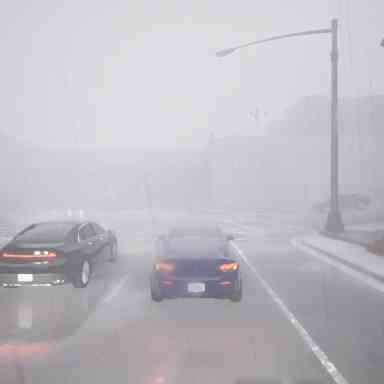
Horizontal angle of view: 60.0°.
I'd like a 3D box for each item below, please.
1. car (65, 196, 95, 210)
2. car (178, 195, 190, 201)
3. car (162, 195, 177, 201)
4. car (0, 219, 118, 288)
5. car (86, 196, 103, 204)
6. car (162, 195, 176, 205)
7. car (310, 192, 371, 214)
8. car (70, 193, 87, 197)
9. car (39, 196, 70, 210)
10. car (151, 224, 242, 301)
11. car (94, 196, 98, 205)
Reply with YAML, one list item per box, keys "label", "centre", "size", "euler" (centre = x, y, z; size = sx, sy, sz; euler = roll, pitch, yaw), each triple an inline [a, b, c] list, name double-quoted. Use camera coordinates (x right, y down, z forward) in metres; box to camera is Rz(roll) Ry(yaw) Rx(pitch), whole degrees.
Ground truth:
- label: "car"
  centre: [-14.648, 1.601, 43.802]
  size: [1.895, 1.301, 4.718]
  euler: [0, 0, -1]
- label: "car"
  centre: [-2.029, 1.524, 85.033]
  size: [1.812, 1.442, 4.674]
  euler: [0, 0, 24]
- label: "car"
  centre: [-5.712, 1.552, 85.254]
  size: [1.994, 1.385, 4.181]
  euler: [0, 0, 24]
- label: "car"
  centre: [-3.391, 1.505, 9.212]
  size: [1.837, 1.490, 4.892]
  euler: [0, 0, 0]
- label: "car"
  centre: [-18.532, 1.505, 63.622]
  size: [1.837, 1.490, 4.892]
  euler: [0, 0, -1]
- label: "car"
  centre: [-4.318, 1.352, 60.208]
  size: [2.097, 1.767, 4.553]
  euler: [0, 0, -1]
- label: "car"
  centre: [12.565, 0.891, 28.345]
  size: [4.892, 1.490, 1.837]
  euler: [-7, 0, 0]
- label: "car"
  centre: [-18.357, 1.221, 53.474]
  size: [2.150, 2.045, 5.566]
  euler: [0, 0, -1]
- label: "car"
  centre: [-18.136, 1.351, 43.378]
  size: [2.097, 1.767, 4.553]
  euler: [0, 0, -1]
- label: "car"
  centre: [0.098, 1.526, 8.195]
  size: [1.812, 1.442, 4.674]
  euler: [0, 0, 0]
- label: "car"
  centre: [-14.861, 1.477, 53.574]
  size: [1.882, 1.535, 5.008]
  euler: [0, 0, -1]
